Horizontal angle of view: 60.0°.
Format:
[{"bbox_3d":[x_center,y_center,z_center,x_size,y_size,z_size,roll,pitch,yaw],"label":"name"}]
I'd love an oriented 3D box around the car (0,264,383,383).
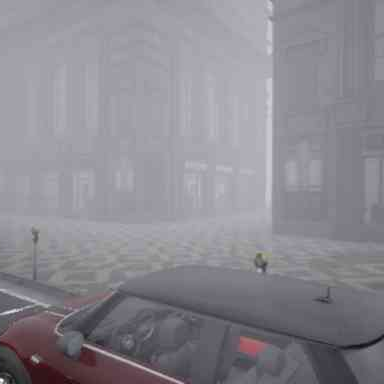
[{"bbox_3d":[-0.127,1.434,3.049,4.097,1.590,1.967,0,0,35],"label":"car"}]
